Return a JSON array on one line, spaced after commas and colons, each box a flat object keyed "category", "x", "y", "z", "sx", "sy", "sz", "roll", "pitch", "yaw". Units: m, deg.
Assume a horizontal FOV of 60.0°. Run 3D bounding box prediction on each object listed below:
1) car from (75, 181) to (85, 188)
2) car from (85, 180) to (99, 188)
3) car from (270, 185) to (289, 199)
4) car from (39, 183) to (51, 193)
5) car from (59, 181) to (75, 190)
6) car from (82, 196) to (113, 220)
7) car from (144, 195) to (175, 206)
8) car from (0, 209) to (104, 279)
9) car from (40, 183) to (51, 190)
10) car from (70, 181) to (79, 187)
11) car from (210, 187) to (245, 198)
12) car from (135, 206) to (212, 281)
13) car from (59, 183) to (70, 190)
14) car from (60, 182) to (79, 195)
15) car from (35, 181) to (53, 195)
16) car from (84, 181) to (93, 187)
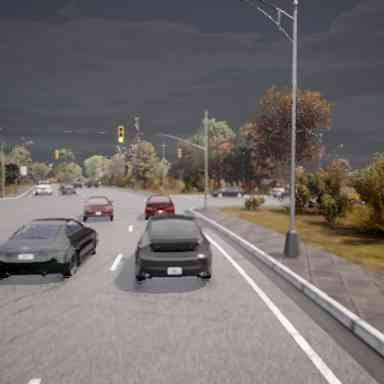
[{"category": "car", "x": -27.200, "y": -1.660, "z": 79.215, "sx": 1.837, "sy": 1.490, "sz": 4.892, "roll": -1, "pitch": 3, "yaw": -24}, {"category": "car", "x": -24.008, "y": -2.003, "z": 80.637, "sx": 2.150, "sy": 2.045, "sz": 5.566, "roll": -1, "pitch": 3, "yaw": -24}, {"category": "car", "x": 14.225, "y": -0.060, "z": 48.771, "sx": 5.566, "sy": 2.045, "sz": 2.150, "roll": 2, "pitch": 2, "yaw": -21}, {"category": "car", "x": -26.081, "y": -0.788, "z": 59.206, "sx": 1.882, "sy": 1.535, "sz": 5.008, "roll": -1, "pitch": 3, "yaw": -23}, {"category": "car", "x": -22.172, "y": -0.752, "z": 58.946, "sx": 1.837, "sy": 1.490, "sz": 4.892, "roll": -1, "pitch": 3, "yaw": -23}, {"category": "car", "x": -6.251, "y": 1.000, "z": 22.042, "sx": 1.812, "sy": 1.442, "sz": 4.674, "roll": -1, "pitch": 3, "yaw": -17}, {"category": "car", "x": -2.200, "y": 0.923, "z": 22.607, "sx": 1.882, "sy": 1.535, "sz": 5.008, "roll": 0, "pitch": 3, "yaw": -7}, {"category": "car", "x": -4.089, "y": 1.451, "z": 9.859, "sx": 1.994, "sy": 1.385, "sz": 4.181, "roll": 0, "pitch": 1, "yaw": -5}, {"category": "car", "x": -30.299, "y": -1.156, "z": 68.876, "sx": 2.033, "sy": 1.411, "sz": 5.357, "roll": -1, "pitch": 3, "yaw": -24}, {"category": "car", "x": -31.374, "y": -2.126, "z": 88.744, "sx": 2.128, "sy": 1.511, "sz": 4.902, "roll": -1, "pitch": 3, "yaw": -23}, {"category": "car", "x": 4.811, "y": 0.035, "z": 45.282, "sx": 4.892, "sy": 1.490, "sz": 1.837, "roll": 0, "pitch": 2, "yaw": -20}, {"category": "car", "x": -0.554, "y": 1.389, "z": 9.556, "sx": 1.837, "sy": 1.490, "sz": 4.892, "roll": 0, "pitch": 1, "yaw": -4}, {"category": "car", "x": -26.228, "y": -1.082, "z": 68.314, "sx": 1.895, "sy": 1.301, "sz": 4.718, "roll": -1, "pitch": 3, "yaw": -24}, {"category": "car", "x": -18.635, "y": -0.331, "z": 50.404, "sx": 1.812, "sy": 1.442, "sz": 4.674, "roll": -1, "pitch": 3, "yaw": -22}, {"category": "car", "x": -22.284, "y": -0.619, "z": 50.083, "sx": 2.150, "sy": 2.045, "sz": 5.566, "roll": -1, "pitch": 3, "yaw": -22}, {"category": "car", "x": -28.163, "y": -2.218, "z": 90.135, "sx": 1.837, "sy": 1.490, "sz": 4.892, "roll": -1, "pitch": 3, "yaw": -23}]
